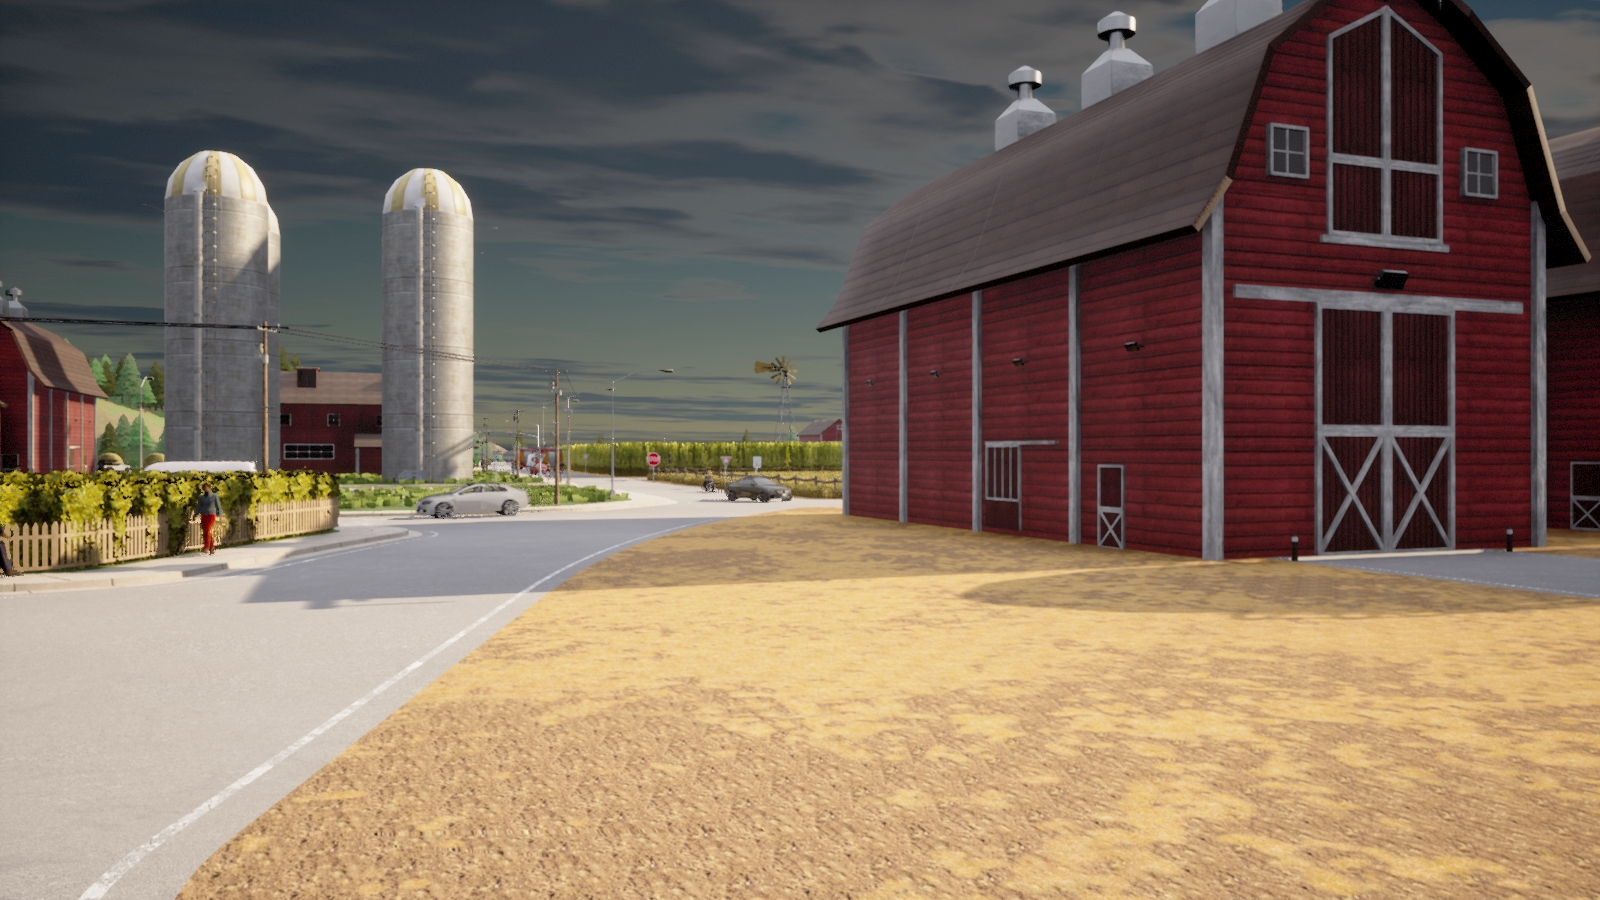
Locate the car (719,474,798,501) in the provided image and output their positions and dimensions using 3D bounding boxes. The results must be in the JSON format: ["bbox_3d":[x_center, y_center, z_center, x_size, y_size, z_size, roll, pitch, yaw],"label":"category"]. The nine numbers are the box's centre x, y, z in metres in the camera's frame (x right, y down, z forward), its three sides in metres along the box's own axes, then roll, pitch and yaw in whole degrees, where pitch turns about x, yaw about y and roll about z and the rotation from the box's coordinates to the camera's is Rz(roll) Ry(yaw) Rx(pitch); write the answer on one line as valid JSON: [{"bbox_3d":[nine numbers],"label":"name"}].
[{"bbox_3d":[-2.462,2.158,66.541,2.002,1.442,4.674,0,0,-43],"label":"car"}]

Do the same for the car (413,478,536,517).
[{"bbox_3d":[-14.489,2.086,50.873,4.902,1.511,2.128,-1,0,-27],"label":"car"}]

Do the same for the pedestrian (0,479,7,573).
[{"bbox_3d":[-16.108,1.511,22.832,0.375,1.860,0.375,0,0,-44],"label":"pedestrian"}]

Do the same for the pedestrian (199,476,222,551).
[{"bbox_3d":[-14.850,1.593,28.776,0.375,1.860,0.375,0,0,3],"label":"pedestrian"}]
